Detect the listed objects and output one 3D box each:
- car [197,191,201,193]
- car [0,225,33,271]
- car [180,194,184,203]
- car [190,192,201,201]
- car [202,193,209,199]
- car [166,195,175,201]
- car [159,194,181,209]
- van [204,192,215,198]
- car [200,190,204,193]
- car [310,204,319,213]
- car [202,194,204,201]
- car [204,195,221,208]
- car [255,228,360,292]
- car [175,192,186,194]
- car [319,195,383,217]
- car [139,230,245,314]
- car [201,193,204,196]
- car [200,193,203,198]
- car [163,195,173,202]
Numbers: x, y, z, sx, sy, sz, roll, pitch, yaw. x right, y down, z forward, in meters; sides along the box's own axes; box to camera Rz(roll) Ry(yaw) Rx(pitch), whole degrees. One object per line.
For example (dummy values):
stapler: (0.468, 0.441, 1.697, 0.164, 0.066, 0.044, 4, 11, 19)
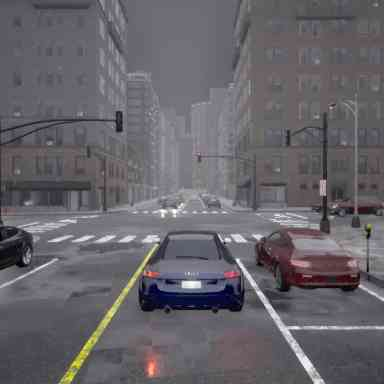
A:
car: (0.606, 1.088, 84.294, 2.128, 1.511, 4.902, 0, 0, 0)
car: (-5.766, 1.564, 8.648, 1.947, 1.339, 4.313, 0, 0, 0)
car: (-2.749, 1.428, 53.735, 1.812, 1.442, 4.674, 0, 0, 0)
car: (0.520, 1.319, 74.294, 1.812, 1.442, 4.674, 0, 0, 0)
car: (3.821, 1.145, 93.004, 1.882, 1.535, 5.008, 0, 0, 0)
car: (-5.198, 1.349, 79.249, 1.802, 1.307, 4.206, 0, 0, 0)
car: (-2.835, 1.437, 43.830, 1.837, 1.490, 4.892, 0, 0, 2)
van: (3.084, 1.250, 51.406, 1.690, 1.788, 3.998, 0, 0, 0)
car: (3.728, 0.938, 86.033, 2.150, 2.045, 5.566, 0, 0, 0)
car: (13.660, 1.356, 31.144, 4.718, 1.301, 1.895, -1, 0, 0)
car: (3.132, 1.437, 56.958, 1.887, 1.381, 4.507, 0, 0, 0)
car: (3.037, 1.508, 45.855, 1.802, 1.307, 4.206, 0, 0, 0)
car: (2.760, 1.580, 8.646, 1.802, 1.307, 4.206, 0, 0, 0)
car: (-2.617, 1.355, 64.124, 2.128, 1.511, 4.902, 0, 0, 1)
car: (13.551, 1.125, 27.894, 4.553, 1.767, 2.097, -1, 0, 0)
car: (0.003, 1.562, 7.725, 1.994, 1.385, 4.181, 0, 0, 0)
car: (3.231, 1.425, 68.064, 1.802, 1.307, 4.206, 0, 0, 0)
car: (3.279, 1.389, 73.620, 1.802, 1.307, 4.206, 0, 0, 0)
car: (-5.246, 1.358, 73.696, 2.008, 1.369, 4.403, 0, 0, 0)
